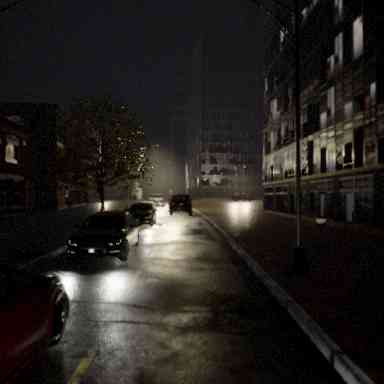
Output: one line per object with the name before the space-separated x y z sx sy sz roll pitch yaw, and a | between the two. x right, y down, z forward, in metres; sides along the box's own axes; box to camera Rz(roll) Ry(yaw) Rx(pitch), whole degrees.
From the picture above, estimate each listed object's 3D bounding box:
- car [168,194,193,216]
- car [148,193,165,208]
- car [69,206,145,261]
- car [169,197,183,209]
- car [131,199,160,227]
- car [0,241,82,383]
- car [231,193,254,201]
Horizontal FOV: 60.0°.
car | -1.157 1.201 32.975 2.150 2.045 5.566 0 0 -4
car | -5.170 1.240 48.033 2.150 2.045 5.566 0 0 -6
car | -3.057 1.498 12.311 1.837 1.490 4.892 0 0 -2
car | -2.251 1.495 46.545 1.812 1.442 4.674 0 0 -5
car | -3.420 1.491 22.665 1.837 1.490 4.892 0 0 -2
car | -2.902 1.563 3.549 1.994 1.385 4.181 0 0 0
car | 11.035 1.144 73.261 5.009 1.841 2.192 0 -1 13
